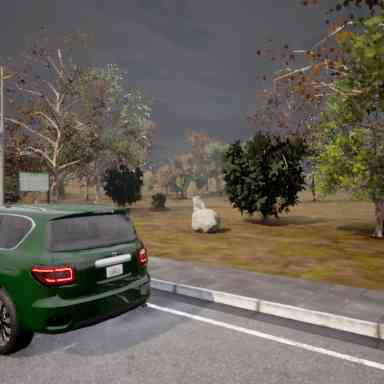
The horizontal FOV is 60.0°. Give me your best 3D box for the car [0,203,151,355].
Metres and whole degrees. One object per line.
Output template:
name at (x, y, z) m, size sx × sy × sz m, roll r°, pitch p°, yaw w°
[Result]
car at (-3.298, 1.221, 6.321) m, size 5.566 × 2.045 × 2.150 m, roll 0°, pitch 0°, yaw 35°
